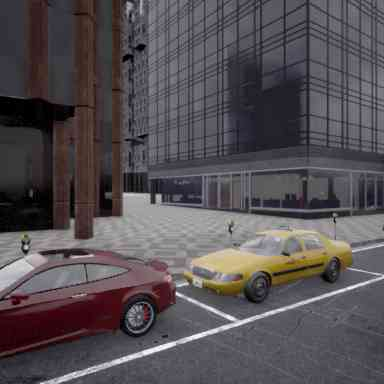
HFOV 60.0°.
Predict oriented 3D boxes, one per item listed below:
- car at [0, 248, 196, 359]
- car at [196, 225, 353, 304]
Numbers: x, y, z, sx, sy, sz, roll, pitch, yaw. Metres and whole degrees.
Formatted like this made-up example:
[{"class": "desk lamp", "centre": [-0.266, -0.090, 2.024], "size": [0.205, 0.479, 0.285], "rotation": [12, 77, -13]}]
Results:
[{"class": "car", "centre": [-2.209, 1.582, 5.078], "size": [4.206, 1.307, 1.802], "rotation": [0, 0, -36]}, {"class": "car", "centre": [2.064, 1.525, 8.159], "size": [4.829, 1.417, 1.752], "rotation": [0, 0, -36]}]
